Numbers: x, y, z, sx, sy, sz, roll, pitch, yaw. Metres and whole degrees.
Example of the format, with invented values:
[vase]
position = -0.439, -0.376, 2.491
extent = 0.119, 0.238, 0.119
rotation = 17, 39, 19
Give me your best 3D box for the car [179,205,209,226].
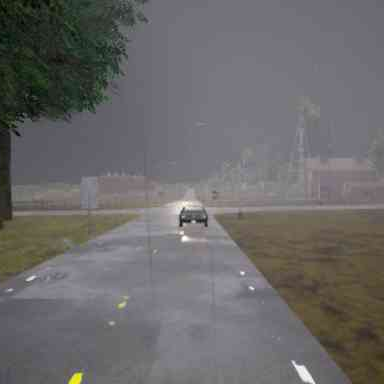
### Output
[car]
position = 0.106, 1.550, 22.651
extent = 1.895, 1.301, 4.718
rotation = 0, 0, 0
